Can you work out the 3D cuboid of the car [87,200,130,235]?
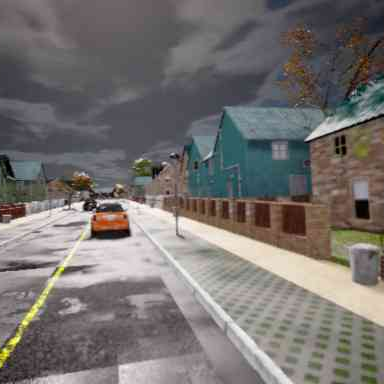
[{"bbox_3d":[-4.909,1.453,20.049,2.097,1.767,4.553,-2,0,-13],"label":"car"}]

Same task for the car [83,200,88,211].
[{"bbox_3d":[-14.465,1.852,47.521,1.882,1.535,5.008,-2,0,-14],"label":"car"}]

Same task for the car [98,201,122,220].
[{"bbox_3d":[-7.845,1.720,32.110,2.033,1.411,5.357,-2,0,-13],"label":"car"}]
